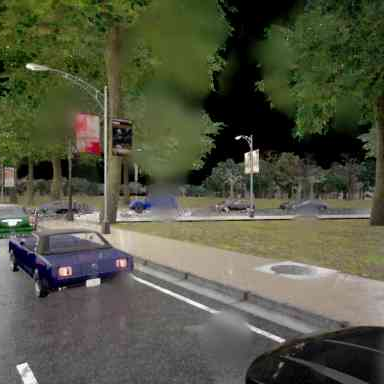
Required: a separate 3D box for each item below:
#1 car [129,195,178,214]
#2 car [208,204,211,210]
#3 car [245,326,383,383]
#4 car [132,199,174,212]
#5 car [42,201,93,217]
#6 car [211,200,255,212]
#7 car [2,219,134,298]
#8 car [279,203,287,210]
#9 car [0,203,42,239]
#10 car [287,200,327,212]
[{"bbox_3d":[-4.391,1.366,38.205,5.566,2.045,2.150,0,0,-14],"label":"car"},{"bbox_3d":[4.370,1.726,43.813,4.674,1.442,1.812,0,0,-15],"label":"car"},{"bbox_3d":[2.359,1.478,1.239,1.882,1.535,5.008,0,0,-38],"label":"car"},{"bbox_3d":[-4.909,1.638,41.424,4.902,1.511,2.128,0,0,-14],"label":"car"},{"bbox_3d":[-12.240,1.585,32.618,4.902,1.511,2.128,0,0,-14],"label":"car"},{"bbox_3d":[5.295,1.692,40.697,4.902,1.511,2.128,0,0,-14],"label":"car"},{"bbox_3d":[-3.424,1.604,8.704,1.895,1.301,4.718,0,0,-38],"label":"car"},{"bbox_3d":[14.336,1.826,46.386,4.181,1.385,1.994,0,0,-15],"label":"car"},{"bbox_3d":[-8.925,1.359,15.813,2.097,1.767,4.553,0,0,-38],"label":"car"},{"bbox_3d":[15.294,1.788,43.267,4.674,1.442,1.812,0,0,-14],"label":"car"}]
